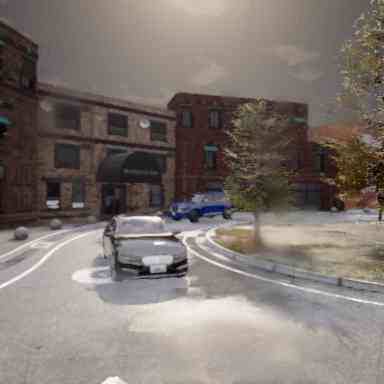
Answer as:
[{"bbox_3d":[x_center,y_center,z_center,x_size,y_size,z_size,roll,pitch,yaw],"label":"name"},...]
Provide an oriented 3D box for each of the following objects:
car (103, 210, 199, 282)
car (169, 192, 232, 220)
[{"bbox_3d":[-1.550,1.448,9.821,2.128,1.511,4.902,0,0,-19],"label":"car"},{"bbox_3d":[0.851,1.045,24.203,5.566,2.045,2.150,-2,2,-41],"label":"car"}]
